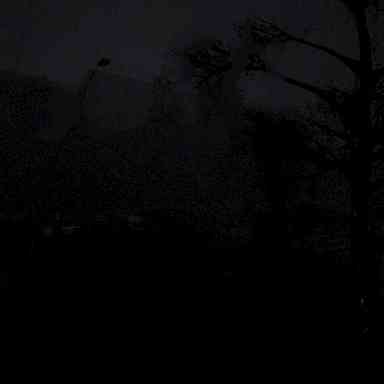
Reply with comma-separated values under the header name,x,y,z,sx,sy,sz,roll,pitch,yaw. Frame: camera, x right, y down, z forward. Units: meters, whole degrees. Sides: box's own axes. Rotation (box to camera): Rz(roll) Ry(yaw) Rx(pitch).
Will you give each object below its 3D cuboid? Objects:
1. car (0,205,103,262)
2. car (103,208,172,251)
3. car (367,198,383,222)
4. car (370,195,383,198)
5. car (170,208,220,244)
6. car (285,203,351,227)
name,x,y,z,sx,sy,sz,roll,pitch,yaw
car,-5.820,1.369,12.401,4.553,1.767,2.185,-1,-1,34
car,-3.412,1.536,14.144,4.674,1.452,2.002,-1,-1,35
car,13.549,1.501,26.439,5.366,1.575,1.946,-1,0,35
car,18.623,1.241,29.815,5.566,2.045,2.435,-1,-1,35
car,-0.941,1.526,15.878,4.792,1.488,2.163,-1,-1,34
car,8.838,1.532,22.842,4.792,1.488,2.163,-1,-1,35
